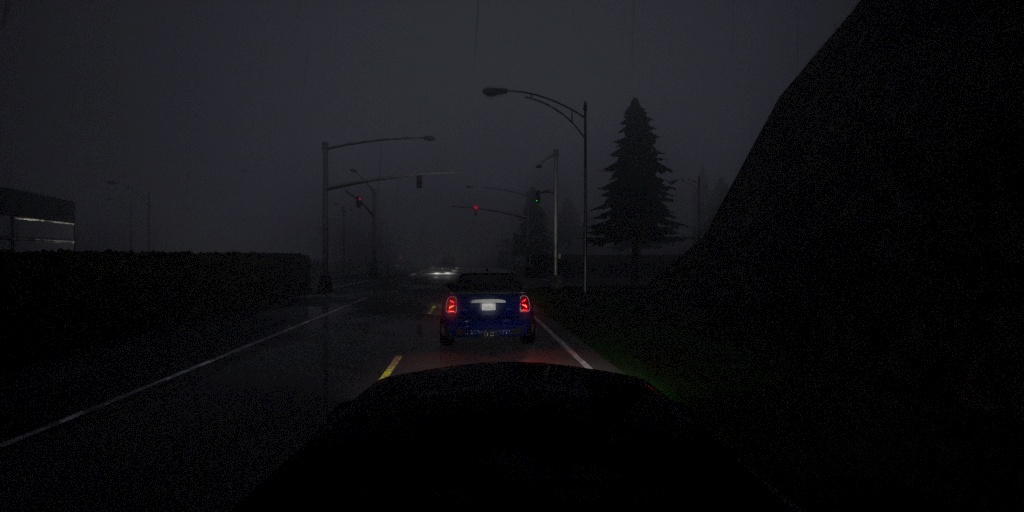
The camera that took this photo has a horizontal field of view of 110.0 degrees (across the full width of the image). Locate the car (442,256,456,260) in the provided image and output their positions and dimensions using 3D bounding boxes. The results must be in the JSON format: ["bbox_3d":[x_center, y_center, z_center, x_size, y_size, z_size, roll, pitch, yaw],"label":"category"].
[{"bbox_3d":[-9.650,0.971,54.196,2.150,2.045,5.566,0,0,-7],"label":"car"}]

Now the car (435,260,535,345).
[{"bbox_3d":[-0.729,1.102,9.727,2.097,1.767,4.553,0,0,-6],"label":"car"}]

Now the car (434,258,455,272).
[{"bbox_3d":[-8.549,1.314,44.807,1.994,1.385,4.181,0,0,-7],"label":"car"}]
